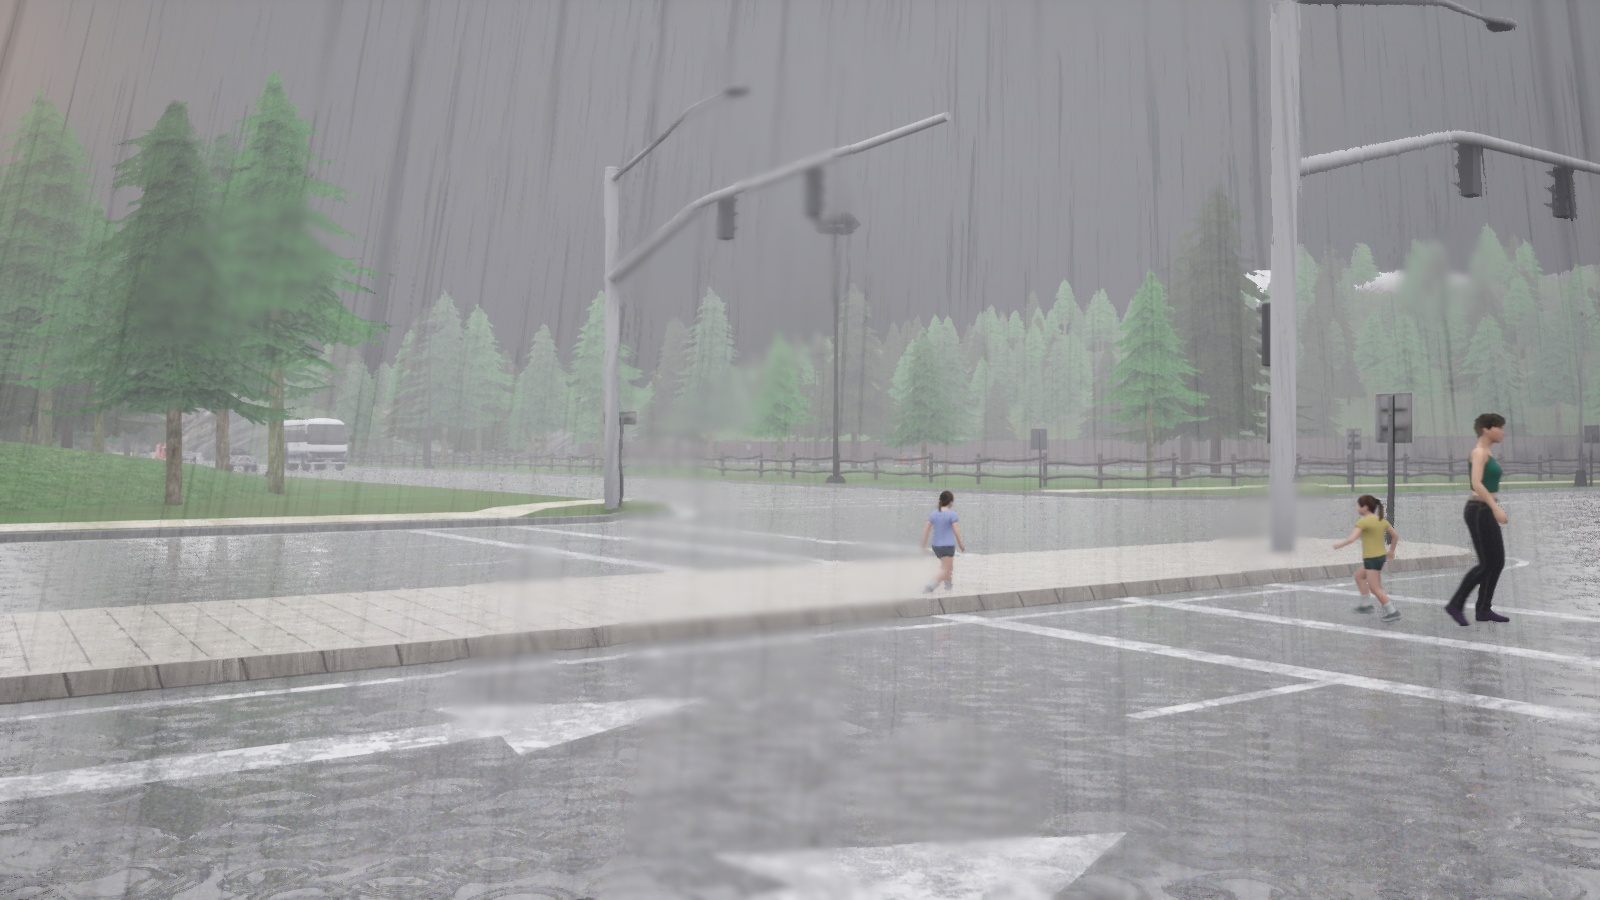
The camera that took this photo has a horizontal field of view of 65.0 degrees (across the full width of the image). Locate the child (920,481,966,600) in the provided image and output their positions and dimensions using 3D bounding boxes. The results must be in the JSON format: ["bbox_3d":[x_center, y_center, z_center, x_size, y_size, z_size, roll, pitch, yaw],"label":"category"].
[{"bbox_3d":[1.384,0.864,12.144,0.394,1.110,0.255,0,0,-44],"label":"child"}]

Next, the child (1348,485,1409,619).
[{"bbox_3d":[4.948,0.864,10.750,0.255,1.110,0.394,0,0,-37],"label":"child"}]

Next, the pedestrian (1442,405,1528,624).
[{"bbox_3d":[5.926,0.545,10.873,0.594,1.836,0.345,0,0,40],"label":"pedestrian"}]
